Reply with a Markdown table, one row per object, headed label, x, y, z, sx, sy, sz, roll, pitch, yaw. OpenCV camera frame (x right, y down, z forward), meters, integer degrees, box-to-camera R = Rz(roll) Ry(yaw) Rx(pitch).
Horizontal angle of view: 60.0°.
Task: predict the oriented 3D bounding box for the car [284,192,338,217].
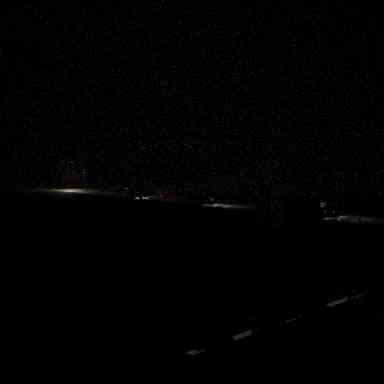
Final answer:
| label | x | y | z | sx | sy | sz | roll | pitch | yaw |
| --- | --- | --- | --- | --- | --- | --- | --- | --- | --- |
| car | 9.391 | 0.899 | 26.878 | 2.097 | 1.767 | 4.553 | -3 | 4 | -35 |

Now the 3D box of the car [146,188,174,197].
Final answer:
| label | x | y | z | sx | sy | sz | roll | pitch | yaw |
| --- | --- | --- | --- | --- | --- | --- | --- | --- | --- |
| car | -4.776 | 0.073 | 51.961 | 1.895 | 1.301 | 4.718 | -3 | 4 | -35 |

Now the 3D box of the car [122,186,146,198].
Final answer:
| label | x | y | z | sx | sy | sz | roll | pitch | yaw |
| --- | --- | --- | --- | --- | --- | --- | --- | --- | --- |
| car | -8.730 | 0.029 | 52.539 | 1.837 | 1.490 | 4.892 | -3 | 3 | -35 |

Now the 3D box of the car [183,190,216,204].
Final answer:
| label | x | y | z | sx | sy | sz | roll | pitch | yaw |
| --- | --- | --- | --- | --- | --- | --- | --- | --- | --- |
| car | 0.819 | 0.545 | 38.970 | 2.128 | 1.511 | 4.902 | -3 | 4 | -35 |

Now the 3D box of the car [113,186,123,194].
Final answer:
| label | x | y | z | sx | sy | sz | roll | pitch | yaw |
| --- | --- | --- | --- | --- | --- | --- | --- | --- | --- |
| car | -13.792 | -0.498 | 64.665 | 2.128 | 1.511 | 4.902 | -3 | 4 | -35 |
